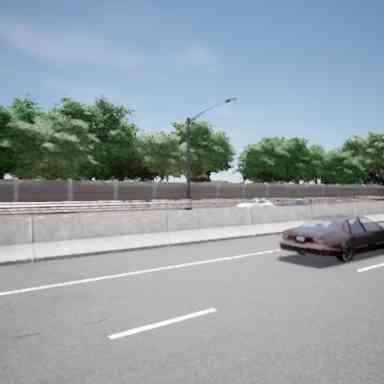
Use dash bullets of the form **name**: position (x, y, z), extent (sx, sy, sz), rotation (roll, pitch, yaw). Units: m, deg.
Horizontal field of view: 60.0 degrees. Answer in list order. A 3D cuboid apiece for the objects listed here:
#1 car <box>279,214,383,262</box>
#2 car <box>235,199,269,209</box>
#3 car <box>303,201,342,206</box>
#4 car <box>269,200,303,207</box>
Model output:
- **car**: position (5.476, 1.519, 11.954), extent (5.357, 1.411, 2.033), rotation (0, 0, -35)
- **car**: position (6.577, 1.459, 34.495), extent (4.674, 1.442, 1.812), rotation (0, 0, -35)
- **car**: position (12.354, 1.492, 30.018), extent (4.181, 1.385, 1.994), rotation (0, 0, -35)
- **car**: position (9.971, 1.493, 32.616), extent (4.181, 1.385, 1.994), rotation (0, 0, -35)
